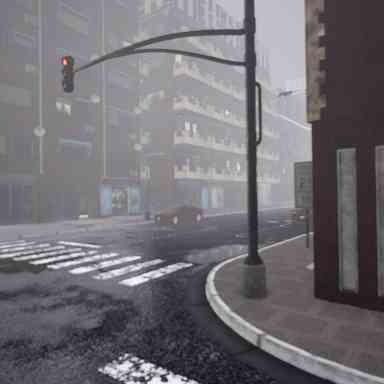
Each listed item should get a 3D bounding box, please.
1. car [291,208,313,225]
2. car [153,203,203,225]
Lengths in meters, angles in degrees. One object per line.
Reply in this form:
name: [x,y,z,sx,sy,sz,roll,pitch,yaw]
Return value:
car: [7.988,1.388,21.950,1.887,1.381,4.507,-1,0,36]
car: [-0.935,1.553,24.350,1.887,1.381,4.507,-1,0,36]
